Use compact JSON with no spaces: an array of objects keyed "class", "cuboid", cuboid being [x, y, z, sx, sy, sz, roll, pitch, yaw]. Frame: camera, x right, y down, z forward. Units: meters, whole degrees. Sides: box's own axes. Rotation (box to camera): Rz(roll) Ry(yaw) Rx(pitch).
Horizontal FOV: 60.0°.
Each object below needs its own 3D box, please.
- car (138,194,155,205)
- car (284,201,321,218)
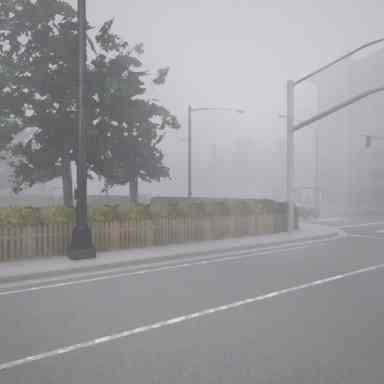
[{"class":"car","cuboid":[-7.629,1.278,55.084,2.150,2.045,5.566,0,0,-35]},{"class":"car","cuboid":[9.406,1.523,30.334,1.812,1.442,4.674,0,0,-35]}]
